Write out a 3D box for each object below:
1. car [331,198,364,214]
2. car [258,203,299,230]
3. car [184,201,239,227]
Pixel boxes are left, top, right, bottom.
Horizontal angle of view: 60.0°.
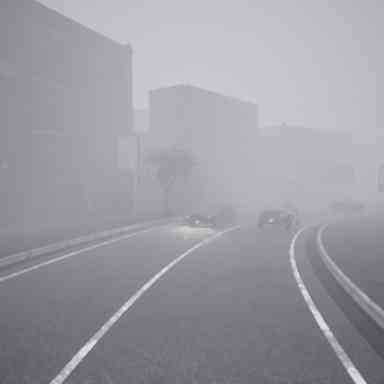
[{"bbox_3d":[16.408,1.393,35.004,5.008,1.535,1.882,0,3,-44],"label":"car"},{"bbox_3d":[5.424,1.401,20.558,1.812,1.442,4.674,3,1,26],"label":"car"},{"bbox_3d":[1.413,1.269,20.965,2.033,1.411,5.357,3,2,25],"label":"car"}]
